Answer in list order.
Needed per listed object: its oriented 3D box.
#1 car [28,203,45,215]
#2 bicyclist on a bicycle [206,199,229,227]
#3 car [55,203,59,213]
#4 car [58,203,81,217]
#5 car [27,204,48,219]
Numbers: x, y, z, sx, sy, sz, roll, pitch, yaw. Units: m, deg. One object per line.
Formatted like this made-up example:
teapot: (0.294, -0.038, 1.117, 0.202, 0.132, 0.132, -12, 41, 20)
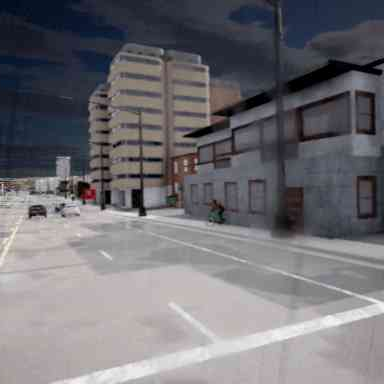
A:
car: (-22.184, 2.417, 47.385, 2.033, 1.411, 5.357, -2, 0, -26)
bicyclist on a bicycle: (1.524, 1.253, 19.967, 1.656, 1.620, 0.582, -2, 0, -26)
car: (-19.041, 2.312, 48.921, 1.812, 1.442, 4.674, -2, 0, -26)
car: (-14.496, 2.188, 39.671, 1.812, 1.442, 4.674, -2, 0, -25)
car: (-17.692, 2.253, 38.235, 1.837, 1.490, 4.892, -2, 0, -25)
